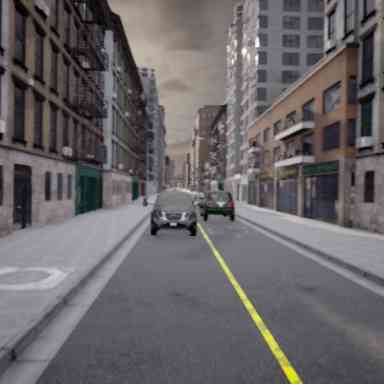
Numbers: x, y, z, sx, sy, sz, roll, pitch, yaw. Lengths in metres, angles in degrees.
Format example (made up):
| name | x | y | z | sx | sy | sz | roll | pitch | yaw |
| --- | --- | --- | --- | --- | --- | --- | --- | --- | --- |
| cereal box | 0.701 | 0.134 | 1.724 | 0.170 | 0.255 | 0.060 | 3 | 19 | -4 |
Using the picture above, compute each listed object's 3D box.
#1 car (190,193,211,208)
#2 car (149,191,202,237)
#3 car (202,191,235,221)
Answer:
| name | x | y | z | sx | sy | sz | roll | pitch | yaw |
| --- | --- | --- | --- | --- | --- | --- | --- | --- | --- |
| car | 0.977 | 0.973 | 40.168 | 2.128 | 1.511 | 4.902 | 1 | 1 | -2 |
| car | -0.922 | 0.986 | 17.049 | 2.150 | 2.045 | 5.566 | 1 | 1 | -3 |
| car | 1.756 | 0.931 | 24.384 | 2.150 | 2.045 | 5.566 | 1 | 0 | -3 |
